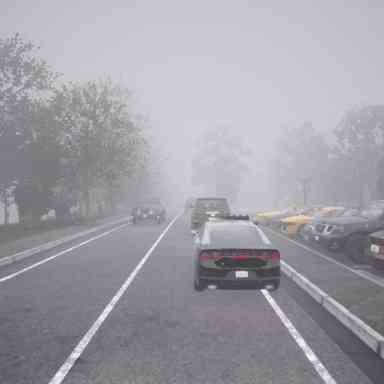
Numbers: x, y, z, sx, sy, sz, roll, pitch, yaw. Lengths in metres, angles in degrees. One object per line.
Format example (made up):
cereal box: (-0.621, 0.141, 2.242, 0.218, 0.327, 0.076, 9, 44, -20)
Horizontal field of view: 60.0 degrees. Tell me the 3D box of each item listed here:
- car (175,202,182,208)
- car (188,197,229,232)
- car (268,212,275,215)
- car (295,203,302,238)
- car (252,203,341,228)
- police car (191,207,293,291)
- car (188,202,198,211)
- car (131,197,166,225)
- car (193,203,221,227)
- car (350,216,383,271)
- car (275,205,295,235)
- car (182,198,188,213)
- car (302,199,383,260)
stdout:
car: (-3.020, 3.048, 79.487, 2.097, 1.767, 4.553, 1, -8, 0)
car: (1.023, 1.296, 19.156, 2.150, 2.045, 5.566, 0, -1, 0)
car: (7.139, 1.539, 19.793, 4.892, 1.521, 2.231, 0, 0, 0)
car: (7.147, 1.382, 14.244, 4.553, 1.767, 2.185, 0, 0, 0)
car: (6.956, 1.563, 22.562, 5.366, 1.575, 1.946, 0, 0, 0)
police car: (0.998, 1.439, 9.215, 1.930, 1.638, 5.238, 0, 0, 0)
car: (0.151, 2.615, 59.681, 1.837, 1.490, 4.892, 0, -2, 0)
car: (-3.285, 1.376, 26.005, 2.150, 2.045, 5.566, 0, -1, 0)
car: (1.038, 1.621, 25.128, 1.882, 1.535, 5.008, 0, -1, 0)
car: (7.128, 1.527, 8.696, 4.792, 1.488, 2.163, 0, 0, 0)
car: (7.131, 1.519, 17.021, 5.008, 1.535, 2.097, 0, 0, 0)
car: (0.132, 1.805, 44.927, 2.150, 2.045, 5.566, 0, -2, 0)
car: (7.079, 1.250, 11.473, 5.566, 2.045, 2.435, 0, 0, 0)
